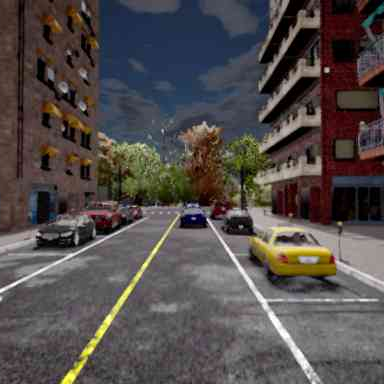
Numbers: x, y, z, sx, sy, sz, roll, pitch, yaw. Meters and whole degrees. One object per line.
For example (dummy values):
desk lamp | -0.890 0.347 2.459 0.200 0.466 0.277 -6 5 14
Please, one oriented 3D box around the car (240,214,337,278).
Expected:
car | 2.832 1.636 10.399 1.752 1.417 4.829 1 -1 0

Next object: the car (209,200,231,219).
car | 2.826 1.660 32.502 2.192 1.841 5.009 1 -1 0

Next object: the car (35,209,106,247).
car | -5.818 1.719 15.826 2.008 1.369 4.403 1 -1 0

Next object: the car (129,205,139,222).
car | -5.822 1.852 26.962 1.947 1.339 4.313 1 -1 0

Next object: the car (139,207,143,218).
car | -5.825 1.927 32.529 1.802 1.307 4.206 1 -1 0

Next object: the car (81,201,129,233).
car | -5.817 1.542 21.396 2.192 1.841 5.009 1 -1 0

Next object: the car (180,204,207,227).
car | 0.095 1.833 25.334 1.994 1.385 4.181 0 -1 -1

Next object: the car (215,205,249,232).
car | 2.828 1.778 21.365 2.008 1.369 4.403 1 -1 0
